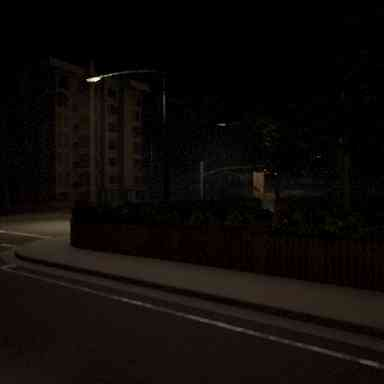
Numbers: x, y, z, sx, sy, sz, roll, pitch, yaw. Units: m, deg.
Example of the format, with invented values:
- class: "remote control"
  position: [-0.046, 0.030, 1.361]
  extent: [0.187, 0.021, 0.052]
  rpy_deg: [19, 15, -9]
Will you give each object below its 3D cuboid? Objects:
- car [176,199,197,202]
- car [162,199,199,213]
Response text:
- class: "car"
  position: [-0.096, 1.523, 36.350]
  extent: [2.097, 1.767, 4.553]
  rpy_deg: [-1, 0, 36]
- class: "car"
  position: [-1.290, 1.678, 40.980]
  extent: [1.882, 1.535, 5.008]
  rpy_deg: [-1, 0, 36]
